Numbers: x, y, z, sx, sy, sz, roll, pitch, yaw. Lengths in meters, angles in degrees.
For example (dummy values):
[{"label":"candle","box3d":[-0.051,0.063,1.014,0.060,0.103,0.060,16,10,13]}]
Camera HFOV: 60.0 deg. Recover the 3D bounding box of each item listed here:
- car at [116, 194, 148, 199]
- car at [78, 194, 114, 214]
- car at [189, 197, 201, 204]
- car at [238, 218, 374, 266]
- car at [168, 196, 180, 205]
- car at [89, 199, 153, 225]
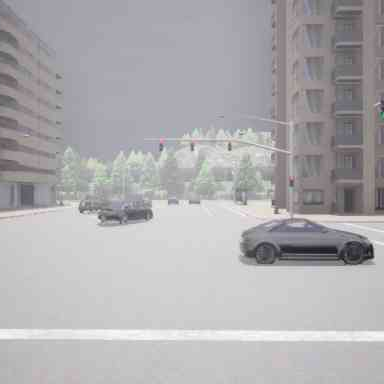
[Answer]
[{"label":"car","box3d":[-6.999,1.221,39.442,2.150,2.045,5.566,0,0,0]},{"label":"car","box3d":[-10.508,1.221,36.239,2.150,2.045,5.566,0,0,0]},{"label":"car","box3d":[0.490,1.564,61.520,1.994,1.385,4.181,0,0,5]},{"label":"car","box3d":[3.646,1.564,11.033,4.181,1.385,1.994,0,0,1]},{"label":"car","box3d":[-3.355,1.526,60.003,1.812,1.442,4.674,0,0,0]},{"label":"car","box3d":[-4.737,1.491,24.144,2.128,1.511,4.902,1,0,28]}]
